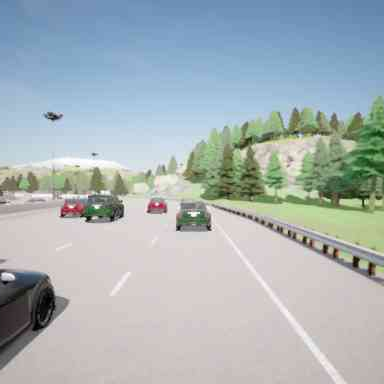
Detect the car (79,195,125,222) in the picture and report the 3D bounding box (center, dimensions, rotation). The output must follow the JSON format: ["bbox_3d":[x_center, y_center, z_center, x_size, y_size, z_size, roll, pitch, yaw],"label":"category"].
[{"bbox_3d":[-6.945,1.219,26.826,2.150,2.045,5.566,0,0,-1],"label":"car"}]

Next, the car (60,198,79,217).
[{"bbox_3d":[-10.562,1.349,31.062,2.097,1.767,4.553,0,0,-2],"label":"car"}]

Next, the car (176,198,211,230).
[{"bbox_3d":[0.097,1.350,21.315,2.097,1.767,4.553,0,0,0],"label":"car"}]

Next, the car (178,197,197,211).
[{"bbox_3d":[-0.678,1.488,42.030,2.128,1.511,4.902,0,0,-4],"label":"car"}]

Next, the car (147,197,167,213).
[{"bbox_3d":[-3.868,1.349,37.503,2.097,1.767,4.553,0,0,-3],"label":"car"}]

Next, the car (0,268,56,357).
[{"bbox_3d":[-3.400,1.564,4.236,1.994,1.385,4.181,0,0,0],"label":"car"}]

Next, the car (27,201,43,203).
[{"bbox_3d":[-22.436,1.544,47.585,2.033,1.411,5.357,0,0,-6],"label":"car"}]
